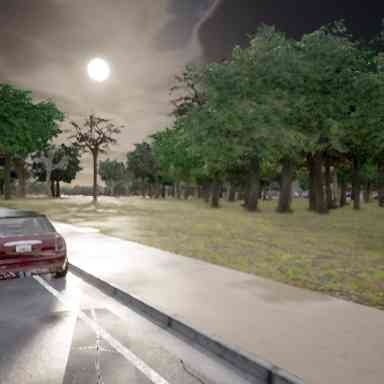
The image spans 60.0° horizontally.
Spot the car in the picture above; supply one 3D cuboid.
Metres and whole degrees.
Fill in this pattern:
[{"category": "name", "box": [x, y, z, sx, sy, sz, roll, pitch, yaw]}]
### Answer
[{"category": "car", "box": [-5.041, 1.249, 9.048, 2.097, 1.767, 4.553, 0, 0, -38]}]
